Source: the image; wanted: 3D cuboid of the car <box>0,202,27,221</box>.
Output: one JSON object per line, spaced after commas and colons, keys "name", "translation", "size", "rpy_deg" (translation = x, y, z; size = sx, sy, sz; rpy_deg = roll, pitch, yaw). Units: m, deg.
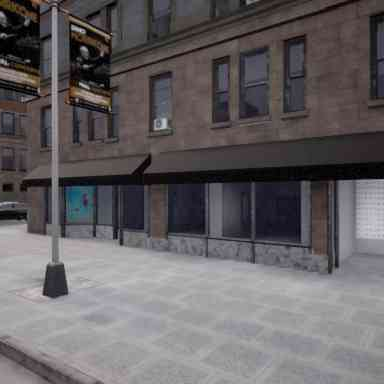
{"name": "car", "translation": [-14.125, 1.545, 25.231], "size": [1.837, 1.490, 4.892], "rpy_deg": [0, 0, 37]}
